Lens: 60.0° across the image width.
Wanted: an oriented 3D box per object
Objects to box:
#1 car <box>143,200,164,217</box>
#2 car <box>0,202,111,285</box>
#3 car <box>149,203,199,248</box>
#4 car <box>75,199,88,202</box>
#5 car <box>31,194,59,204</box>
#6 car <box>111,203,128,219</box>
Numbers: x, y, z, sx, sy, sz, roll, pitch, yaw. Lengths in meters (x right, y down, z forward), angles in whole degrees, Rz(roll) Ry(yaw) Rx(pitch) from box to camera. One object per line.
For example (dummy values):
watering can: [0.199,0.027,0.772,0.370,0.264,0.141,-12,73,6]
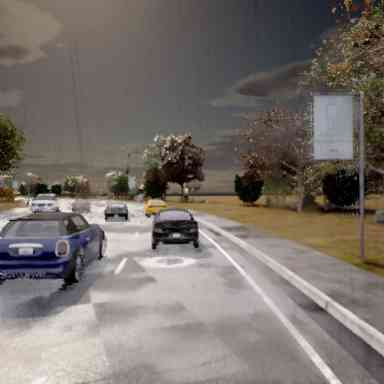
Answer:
car: [-3.509,1.467,31.502,1.882,1.535,5.008,0,0,-12]
car: [-3.897,1.354,9.637,2.097,1.767,4.553,0,0,-4]
car: [-0.832,1.471,14.865,1.882,1.535,5.008,0,0,-6]
car: [-12.058,1.519,36.351,1.812,1.442,4.674,0,0,-15]
car: [-15.224,1.218,34.732,2.150,2.045,5.566,0,0,-15]
car: [-6.416,1.594,28.487,1.895,1.301,4.718,0,0,-11]
